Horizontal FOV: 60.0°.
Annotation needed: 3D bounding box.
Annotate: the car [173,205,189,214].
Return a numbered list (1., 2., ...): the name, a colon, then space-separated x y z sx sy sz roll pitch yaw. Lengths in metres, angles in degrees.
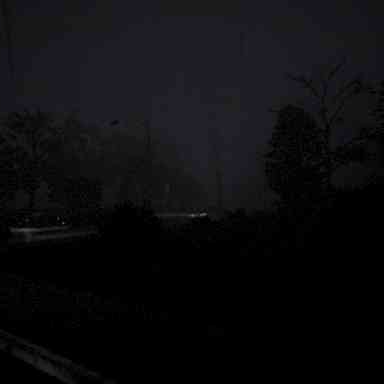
1. car: -0.990 2.710 52.177 1.895 1.301 4.718 -3 -2 33

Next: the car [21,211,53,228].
1. car: -14.067 2.512 31.616 1.812 1.442 4.674 -3 -2 33

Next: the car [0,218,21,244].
1. car: -11.569 1.994 16.394 2.128 1.511 4.902 -3 -2 35

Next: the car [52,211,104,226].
1. car: -10.178 2.436 31.175 1.895 1.301 4.718 -3 -2 33

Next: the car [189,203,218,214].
1. car: 2.126 2.434 50.571 1.882 1.535 5.008 -3 -2 33
